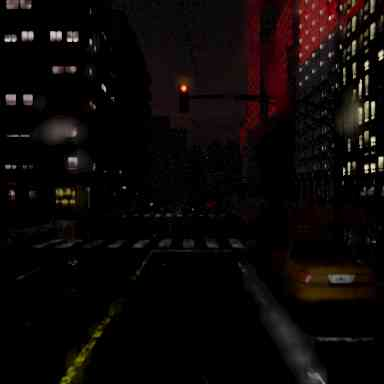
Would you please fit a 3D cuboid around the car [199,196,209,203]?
[{"bbox_3d":[2.655,1.592,73.685,1.887,1.381,4.507,0,0,0],"label":"car"}]

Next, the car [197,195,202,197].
[{"bbox_3d":[2.659,1.346,62.631,2.192,1.841,5.009,0,0,0],"label":"car"}]

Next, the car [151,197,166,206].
[{"bbox_3d":[-5.718,1.574,57.101,2.008,1.369,4.403,0,0,0],"label":"car"}]

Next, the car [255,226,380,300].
[{"bbox_3d":[2.683,1.524,8.282,1.752,1.417,4.829,0,0,0],"label":"car"}]

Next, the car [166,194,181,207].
[{"bbox_3d":[-3.116,1.494,51.430,1.882,1.535,5.008,0,0,0],"label":"car"}]

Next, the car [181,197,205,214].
[{"bbox_3d":[0.084,1.529,34.835,1.812,1.442,4.674,0,0,0],"label":"car"}]

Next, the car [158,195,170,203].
[{"bbox_3d":[-5.723,1.479,68.155,1.967,1.590,4.097,0,0,0],"label":"car"}]

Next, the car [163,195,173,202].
[{"bbox_3d":[-5.728,1.496,79.208,1.967,1.590,4.097,0,0,0],"label":"car"}]

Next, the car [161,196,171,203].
[{"bbox_3d":[-5.725,1.629,73.682,1.802,1.307,4.206,0,0,0],"label":"car"}]

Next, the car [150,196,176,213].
[{"bbox_3d":[-3.115,1.530,36.561,1.812,1.442,4.674,0,0,0],"label":"car"}]

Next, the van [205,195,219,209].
[{"bbox_3d":[2.666,1.352,46.051,1.690,1.788,3.998,0,0,0],"label":"van"}]

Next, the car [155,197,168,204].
[{"bbox_3d":[-5.720,1.575,62.627,1.887,1.381,4.507,0,0,0],"label":"car"}]

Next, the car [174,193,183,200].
[{"bbox_3d":[-3.030,1.261,69.308,2.150,2.045,5.566,0,0,0],"label":"car"}]

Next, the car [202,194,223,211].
[{"bbox_3d":[2.668,1.321,40.525,2.192,1.841,5.009,0,0,0],"label":"car"}]

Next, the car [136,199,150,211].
[{"bbox_3d":[-5.710,1.557,40.522,2.008,1.369,4.403,0,0,0],"label":"car"}]
